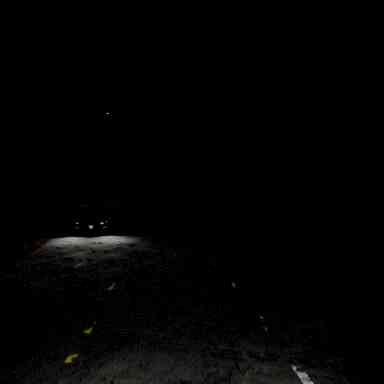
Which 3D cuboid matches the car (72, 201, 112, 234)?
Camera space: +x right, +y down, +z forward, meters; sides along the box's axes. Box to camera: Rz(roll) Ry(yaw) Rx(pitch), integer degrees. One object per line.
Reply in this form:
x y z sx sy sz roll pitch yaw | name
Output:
-5.825 1.540 19.621 1.837 1.490 4.892 0 0 -14 | car

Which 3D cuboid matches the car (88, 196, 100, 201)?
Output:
-17.514 1.392 59.391 2.033 1.411 5.357 0 0 -14 | car
